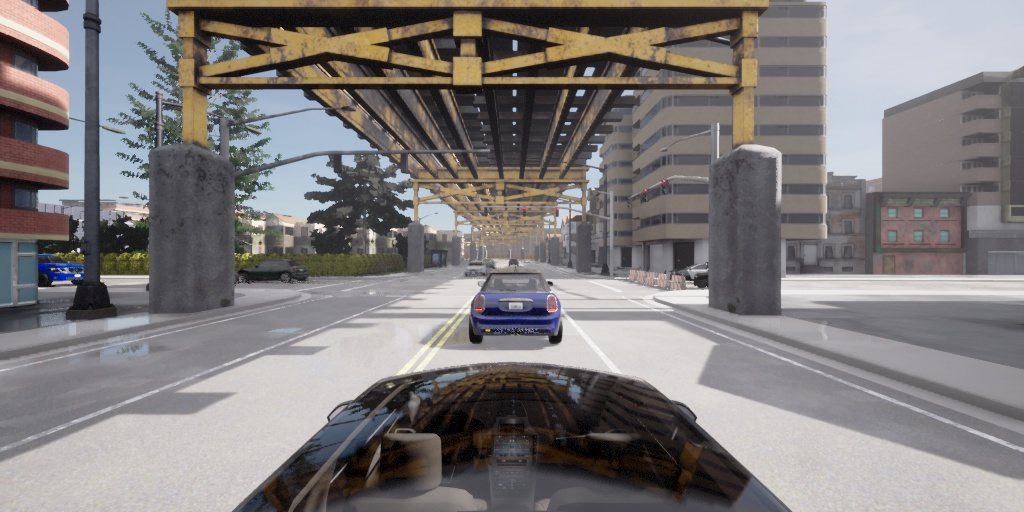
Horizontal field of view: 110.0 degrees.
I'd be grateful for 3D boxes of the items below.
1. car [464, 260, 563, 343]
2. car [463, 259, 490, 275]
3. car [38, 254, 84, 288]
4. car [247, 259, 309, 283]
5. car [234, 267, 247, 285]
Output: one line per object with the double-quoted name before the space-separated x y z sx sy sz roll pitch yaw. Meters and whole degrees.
"car" 0.100 1.093 9.833 2.097 1.767 4.553 0 0 1
"car" -3.499 1.226 34.990 1.812 1.442 4.674 0 0 0
"car" -30.035 0.881 22.539 5.566 2.045 2.150 0 0 0
"car" -17.437 1.033 26.113 4.553 1.767 2.097 0 0 0
"car" -19.795 1.207 22.481 4.674 1.442 1.812 0 0 0
